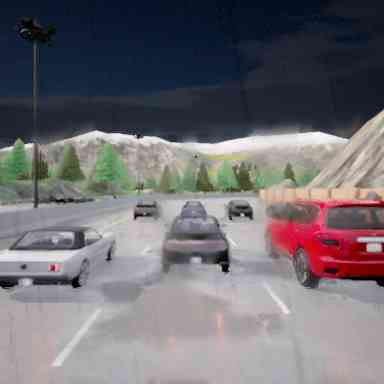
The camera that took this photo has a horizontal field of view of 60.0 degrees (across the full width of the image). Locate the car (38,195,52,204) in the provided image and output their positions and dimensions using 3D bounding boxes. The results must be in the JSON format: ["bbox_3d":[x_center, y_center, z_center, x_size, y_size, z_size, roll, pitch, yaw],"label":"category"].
[{"bbox_3d":[-24.388,1.216,55.820,1.837,1.490,4.892,0,0,2],"label":"car"}]

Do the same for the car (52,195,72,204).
[{"bbox_3d":[-20.911,1.318,55.272,1.895,1.301,4.718,0,0,2],"label":"car"}]

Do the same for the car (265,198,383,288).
[{"bbox_3d":[3.605,1.178,9.262,2.150,2.045,5.566,0,0,0],"label":"car"}]

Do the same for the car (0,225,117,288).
[{"bbox_3d":[-3.396,1.554,9.030,1.895,1.301,4.718,0,0,0],"label":"car"}]

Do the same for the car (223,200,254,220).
[{"bbox_3d":[3.617,1.379,26.191,1.837,1.490,4.892,0,0,0],"label":"car"}]

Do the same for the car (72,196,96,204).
[{"bbox_3d":[-17.427,1.324,54.491,1.895,1.301,4.718,0,0,2],"label":"car"}]

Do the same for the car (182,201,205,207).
[{"bbox_3d":[0.117,1.434,26.647,1.994,1.385,4.181,0,0,0],"label":"car"}]

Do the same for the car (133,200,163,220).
[{"bbox_3d":[-3.383,1.362,26.107,2.128,1.511,4.902,0,0,0],"label":"car"}]

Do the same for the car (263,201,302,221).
[{"bbox_3d":[7.117,1.439,26.546,1.994,1.385,4.181,0,0,0],"label":"car"}]

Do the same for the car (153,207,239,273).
[{"bbox_3d":[0.106,1.440,10.501,2.128,1.511,4.902,0,0,0],"label":"car"}]

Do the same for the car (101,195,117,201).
[{"bbox_3d":[-13.857,1.245,55.814,1.812,1.442,4.674,0,0,2],"label":"car"}]
